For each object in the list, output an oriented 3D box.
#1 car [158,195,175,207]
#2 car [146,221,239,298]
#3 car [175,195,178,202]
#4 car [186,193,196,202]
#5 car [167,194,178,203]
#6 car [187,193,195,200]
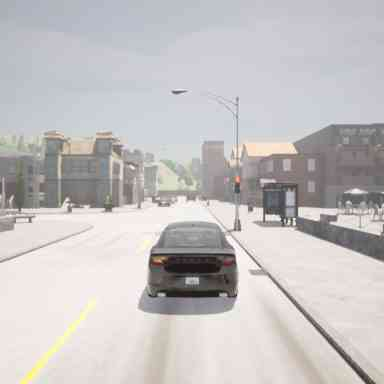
[{"bbox_3d":[-4.233,1.490,52.020,2.128,1.511,4.902,0,0,0],"label":"car"},{"bbox_3d":[0.027,1.477,8.575,1.882,1.535,5.008,0,0,0],"label":"car"},{"bbox_3d":[-4.228,1.352,61.396,2.097,1.767,4.553,0,0,0],"label":"car"},{"bbox_3d":[-0.205,1.215,76.702,2.150,2.045,5.566,0,0,0],"label":"car"},{"bbox_3d":[-4.193,1.354,72.016,2.097,1.767,4.553,0,0,0],"label":"car"},{"bbox_3d":[-0.234,1.186,87.062,2.097,1.767,4.553,0,0,0],"label":"car"}]
